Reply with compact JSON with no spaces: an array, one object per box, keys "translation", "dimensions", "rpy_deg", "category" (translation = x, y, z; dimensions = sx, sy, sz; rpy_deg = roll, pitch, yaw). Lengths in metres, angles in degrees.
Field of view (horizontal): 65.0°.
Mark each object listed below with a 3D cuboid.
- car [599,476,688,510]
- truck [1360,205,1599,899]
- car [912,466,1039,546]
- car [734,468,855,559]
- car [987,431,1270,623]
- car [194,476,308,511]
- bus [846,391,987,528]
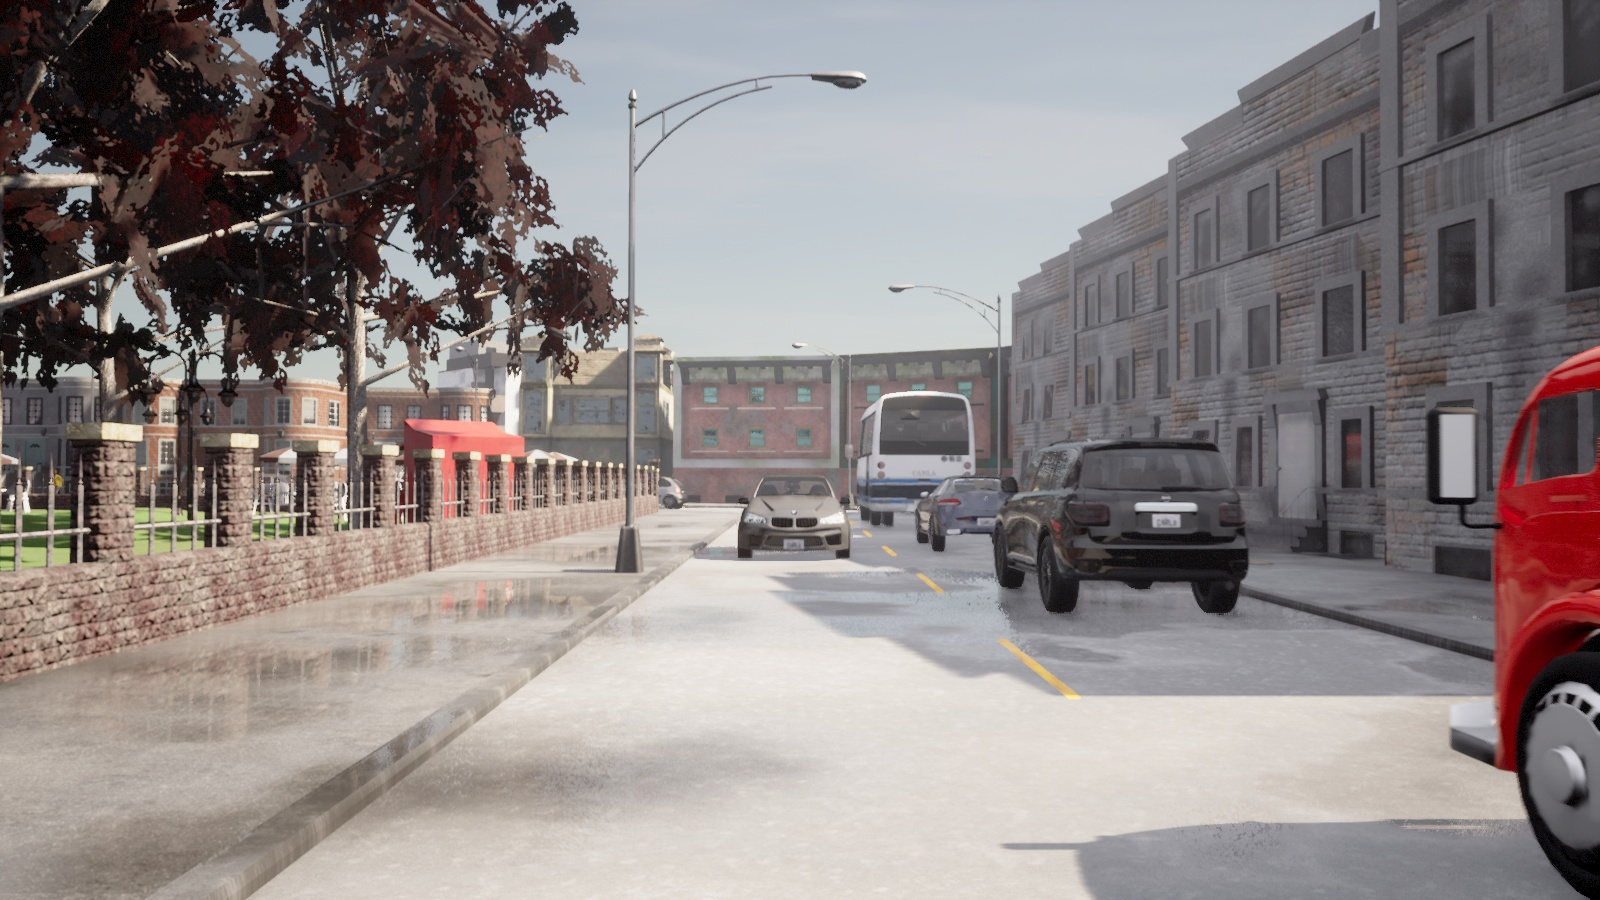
[{"translation":[-7.642,2.104,61.597],"dimensions":[3.988,1.617,1.851],"rpy_deg":[0,-1,6],"category":"car"},{"translation":[3.986,0.394,3.344],"dimensions":[2.627,2.467,5.204],"rpy_deg":[0,-1,0],"category":"truck"},{"translation":[3.877,1.215,28.654],"dimensions":[2.152,1.651,5.027],"rpy_deg":[0,-1,0],"category":"car"},{"translation":[-0.109,1.230,25.589],"dimensions":[2.242,1.667,4.611],"rpy_deg":[0,-1,0],"category":"car"},{"translation":[3.932,0.883,16.232],"dimensions":[2.150,2.045,5.566],"rpy_deg":[0,-1,0],"category":"car"},{"translation":[-26.864,2.127,61.611],"dimensions":[4.611,1.667,2.242],"rpy_deg":[0,-1,0],"category":"car"},{"translation":[3.803,0.401,44.175],"dimensions":[3.944,4.253,10.273],"rpy_deg":[0,-1,0],"category":"bus"}]
